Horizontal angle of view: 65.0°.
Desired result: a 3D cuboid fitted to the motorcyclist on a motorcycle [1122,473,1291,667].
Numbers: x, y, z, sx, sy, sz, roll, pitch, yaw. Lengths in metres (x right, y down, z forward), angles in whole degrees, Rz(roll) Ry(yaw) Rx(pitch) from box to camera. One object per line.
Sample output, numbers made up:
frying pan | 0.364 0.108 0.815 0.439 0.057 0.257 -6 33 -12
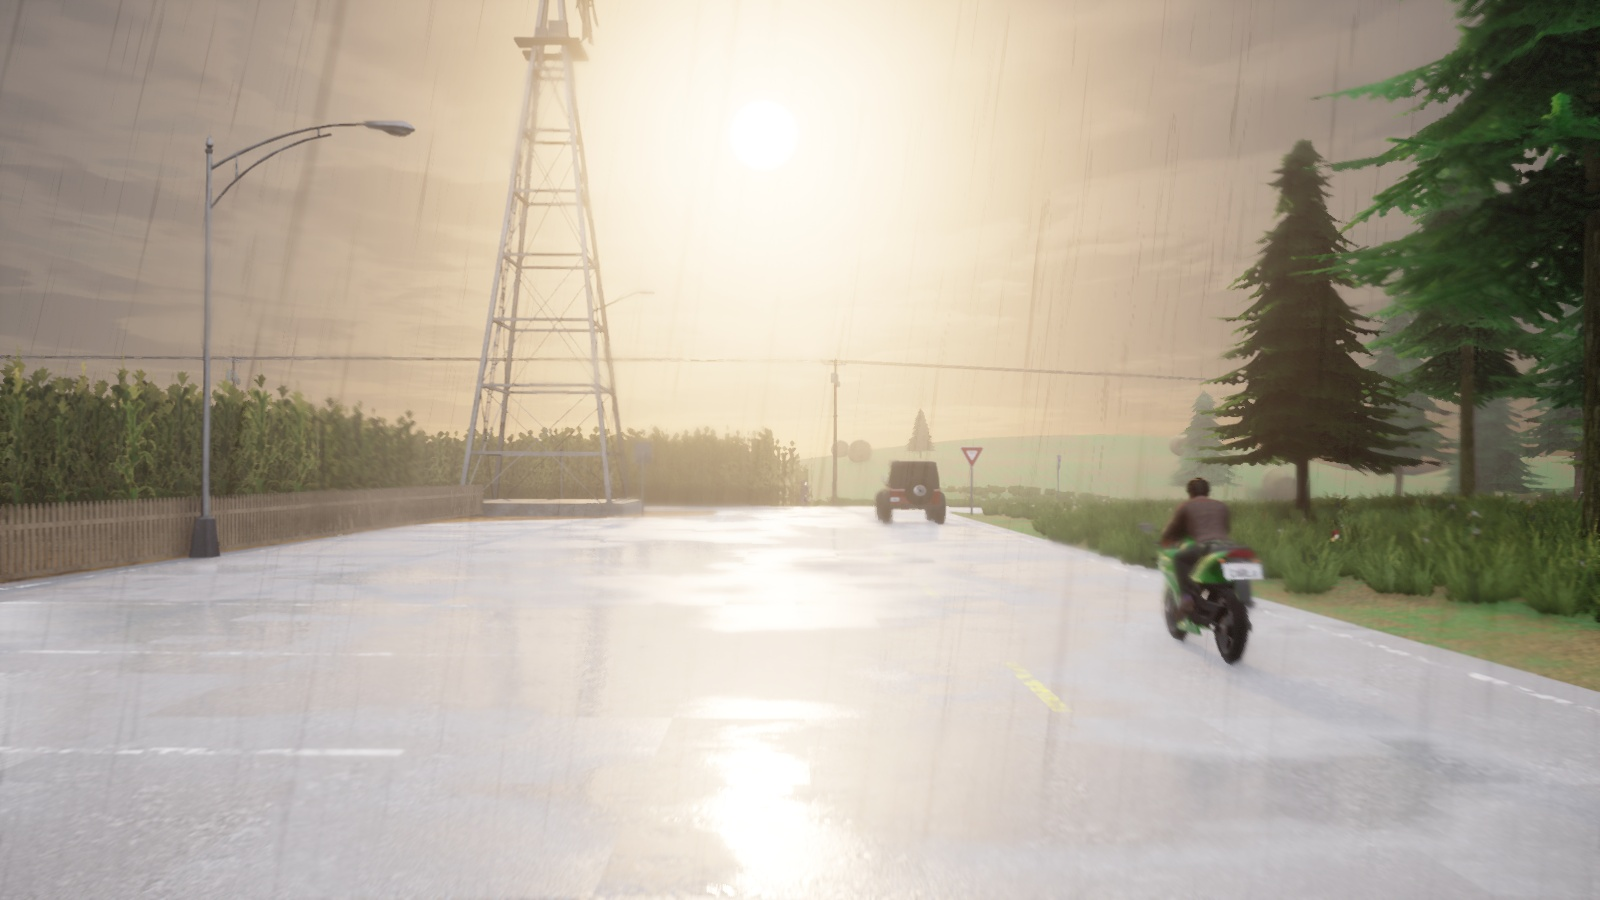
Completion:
motorcyclist on a motorcycle | 3.473 0.966 10.951 0.797 1.523 2.044 0 -1 0

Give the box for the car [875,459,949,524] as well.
car | 3.405 1.246 38.753 1.905 1.878 3.866 0 -1 0
